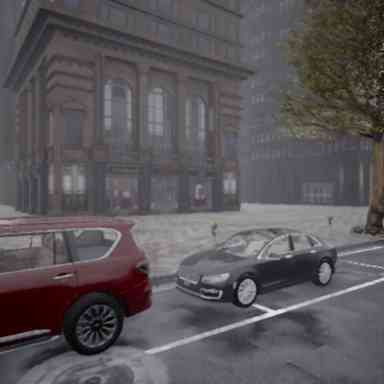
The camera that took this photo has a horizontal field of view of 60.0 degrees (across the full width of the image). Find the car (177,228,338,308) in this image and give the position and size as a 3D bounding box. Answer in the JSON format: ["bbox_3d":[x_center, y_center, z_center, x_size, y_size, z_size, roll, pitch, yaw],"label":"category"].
[{"bbox_3d":[1.681,1.566,7.849,4.403,1.369,2.008,0,0,-36],"label":"car"}]

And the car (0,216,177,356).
[{"bbox_3d":[-2.940,1.316,4.553,5.009,1.841,2.192,0,0,-36],"label":"car"}]
